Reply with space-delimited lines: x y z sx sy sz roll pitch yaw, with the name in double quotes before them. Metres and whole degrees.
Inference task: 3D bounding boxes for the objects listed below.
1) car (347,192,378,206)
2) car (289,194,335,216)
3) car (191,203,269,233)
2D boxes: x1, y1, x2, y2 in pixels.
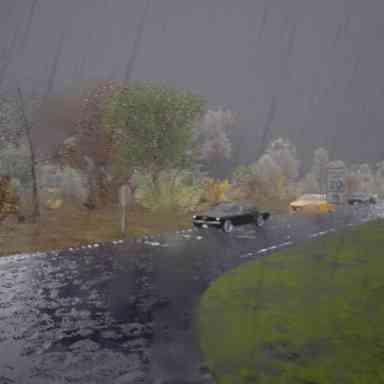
"car" 18.088 0.667 35.102 2.033 1.411 5.357 0 2 42
"car" 9.159 0.902 25.235 1.882 1.535 5.008 0 2 42
"car" 2.080 1.262 17.395 1.895 1.301 4.718 0 1 42
